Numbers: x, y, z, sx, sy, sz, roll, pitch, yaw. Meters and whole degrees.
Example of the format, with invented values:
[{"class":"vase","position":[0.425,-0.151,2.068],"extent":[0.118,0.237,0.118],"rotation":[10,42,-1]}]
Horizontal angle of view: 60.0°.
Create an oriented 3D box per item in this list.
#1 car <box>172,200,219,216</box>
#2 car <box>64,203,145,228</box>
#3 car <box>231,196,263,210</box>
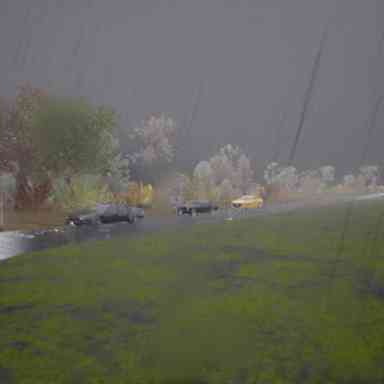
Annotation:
[{"class":"car","position":[0.347,1.381,29.303],"extent":[1.895,1.301,4.718],"rotation":[0,1,36]},{"class":"car","position":[-5.386,1.410,21.415],"extent":[2.033,1.411,5.357],"rotation":[0,1,36]},{"class":"car","position":[6.230,1.170,37.388],"extent":[1.882,1.535,5.008],"rotation":[0,1,36]}]
